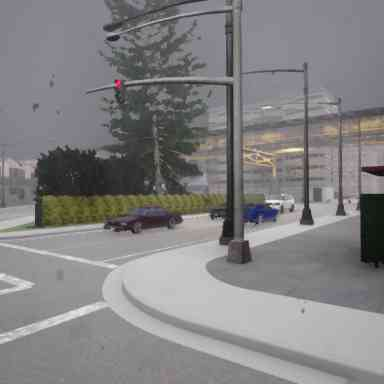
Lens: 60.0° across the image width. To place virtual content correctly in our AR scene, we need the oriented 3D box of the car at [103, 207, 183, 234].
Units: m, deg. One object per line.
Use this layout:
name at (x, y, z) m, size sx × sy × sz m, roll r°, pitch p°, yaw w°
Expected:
car at (-2.728, 1.602, 20.050) m, size 2.033 × 1.411 × 5.357 m, roll -1°, pitch 0°, yaw 36°

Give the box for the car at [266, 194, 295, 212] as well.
car at (9.696, 1.280, 37.161) m, size 2.150 × 2.045 × 5.566 m, roll -1°, pitch 0°, yaw 36°

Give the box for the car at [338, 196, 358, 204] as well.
car at (31.907, 1.521, 67.979) m, size 4.974 × 1.542 × 2.038 m, roll 0°, pitch 0°, yaw -29°

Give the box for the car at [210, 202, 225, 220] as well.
car at (3.393, 1.534, 28.497) m, size 1.882 × 1.535 × 5.008 m, roll -1°, pitch 0°, yaw 36°

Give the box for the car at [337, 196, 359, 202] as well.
car at (31.951, 1.363, 68.006) m, size 4.536 × 1.218 × 1.853 m, roll 0°, pitch 0°, yaw -29°

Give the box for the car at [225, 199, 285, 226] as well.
car at (4.634, 1.499, 23.923) m, size 1.882 × 1.535 × 5.008 m, roll -1°, pitch 0°, yaw 36°
